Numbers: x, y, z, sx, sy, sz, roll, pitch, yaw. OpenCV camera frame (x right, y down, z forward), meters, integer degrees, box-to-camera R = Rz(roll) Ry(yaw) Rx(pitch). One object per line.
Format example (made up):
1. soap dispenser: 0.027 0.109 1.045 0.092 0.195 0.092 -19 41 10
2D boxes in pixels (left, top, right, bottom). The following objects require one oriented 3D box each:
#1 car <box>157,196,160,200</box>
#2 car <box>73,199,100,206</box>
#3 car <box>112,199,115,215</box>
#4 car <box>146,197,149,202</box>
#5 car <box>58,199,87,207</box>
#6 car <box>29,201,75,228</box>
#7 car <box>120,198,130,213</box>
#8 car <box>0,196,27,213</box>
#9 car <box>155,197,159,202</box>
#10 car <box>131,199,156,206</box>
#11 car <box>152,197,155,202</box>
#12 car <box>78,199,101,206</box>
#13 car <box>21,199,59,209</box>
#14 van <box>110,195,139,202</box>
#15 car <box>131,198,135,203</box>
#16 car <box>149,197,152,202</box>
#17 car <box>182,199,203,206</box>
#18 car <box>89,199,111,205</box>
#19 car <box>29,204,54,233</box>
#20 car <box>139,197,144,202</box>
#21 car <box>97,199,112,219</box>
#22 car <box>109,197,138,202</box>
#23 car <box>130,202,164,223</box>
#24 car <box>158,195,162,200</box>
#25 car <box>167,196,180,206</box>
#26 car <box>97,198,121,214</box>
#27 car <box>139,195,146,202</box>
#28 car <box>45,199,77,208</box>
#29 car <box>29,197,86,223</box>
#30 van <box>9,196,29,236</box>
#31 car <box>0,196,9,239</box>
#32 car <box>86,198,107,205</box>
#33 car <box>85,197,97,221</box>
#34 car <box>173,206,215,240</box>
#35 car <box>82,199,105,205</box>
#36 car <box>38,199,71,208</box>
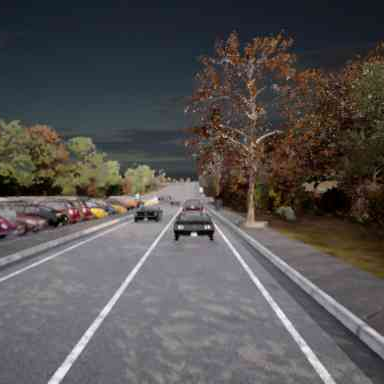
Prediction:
1. car: -10.470 2.254 73.388 5.366 1.575 1.946 0 -1 0
2. car: -23.179 2.254 73.413 5.366 1.575 1.946 0 -1 0
3. car: -10.299 1.654 31.760 4.892 1.521 2.231 0 -1 0
4. car: -10.287 1.945 56.745 4.892 1.521 2.231 0 -1 0
5. car: -23.340 2.120 65.105 4.792 1.488 2.163 0 -1 0
6. car: -10.305 1.527 20.656 5.008 1.535 2.097 0 -1 0
7. car: -10.117 1.713 37.312 5.366 1.575 1.946 0 -1 0
8. car: -23.353 1.497 40.189 5.566 2.045 2.435 0 -1 0
9. car: -10.102 2.143 67.836 5.366 1.575 1.946 0 -1 0
10. car: -10.292 2.202 70.611 4.892 1.521 2.231 0 -1 0
11. car: -10.105 2.032 62.164 5.366 1.575 1.946 0 -1 0
12. car: -23.360 2.352 76.181 4.674 1.452 2.002 0 -1 0
13. car: -23.381 1.873 51.265 5.008 1.535 2.097 0 -1 0
14. van: -10.414 1.615 48.419 4.442 1.987 1.878 0 -1 0
15. car: -10.270 1.808 42.864 4.792 1.488 2.163 0 -1 0
16. car: -10.477 1.985 59.512 5.366 1.575 1.946 0 -1 0
17. car: 0.070 1.536 34.845 2.097 1.767 4.553 0 -1 0
18. car: -23.354 2.476 84.368 5.008 1.535 2.097 0 -1 0
19. car: -10.315 1.536 17.879 4.674 1.452 2.002 0 -1 0
20. car: -10.325 1.902 51.192 4.792 1.488 2.163 0 -1 0
21. car: -10.121 1.619 28.984 5.366 1.575 1.946 0 -1 0
22. car: -10.269 1.839 45.640 4.792 1.488 2.163 0 -1 0
23. car: -3.368 1.696 26.381 1.895 1.301 4.718 0 -1 0
24. car: -10.312 2.061 76.168 5.566 2.045 2.435 0 -1 0
25. car: -3.391 2.077 66.674 1.882 1.535 5.008 0 -1 0
26. car: -10.310 1.685 34.536 4.892 1.521 2.231 0 -1 0
27. car: -10.325 1.781 53.967 4.553 1.767 2.185 0 -1 0
28. car: -23.400 2.016 59.441 4.792 1.488 2.163 0 -1 0
29. car: -10.278 1.433 23.433 4.553 1.767 2.185 0 -1 0
30. van: -10.197 1.239 15.106 4.442 1.987 1.878 0 -1 0
31. car: -10.343 1.182 12.331 5.566 2.045 2.435 0 -1 0
32. car: -23.392 2.295 81.599 4.553 1.767 2.185 0 -1 0
33. car: -10.277 1.465 26.209 4.553 1.767 2.185 0 -1 0
34. car: 0.091 1.629 17.176 1.895 1.301 4.718 0 0 0
35. car: -23.332 2.397 78.951 4.792 1.488 2.163 0 -1 0
36. car: -23.402 1.974 56.802 4.792 1.488 2.163 0 -1 0
